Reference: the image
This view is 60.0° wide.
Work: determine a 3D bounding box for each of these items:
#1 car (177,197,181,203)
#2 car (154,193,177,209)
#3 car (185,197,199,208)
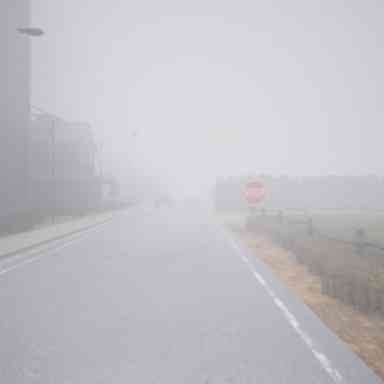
[{"bbox_3d":[-4.105,1.378,63.207,4.674,1.442,1.812,0,-1,37],"label":"car"},{"bbox_3d":[-3.551,1.126,43.259,2.150,2.045,5.566,0,0,1],"label":"car"},{"bbox_3d":[0.031,1.425,45.981,1.812,1.442,4.674,0,0,0],"label":"car"}]
